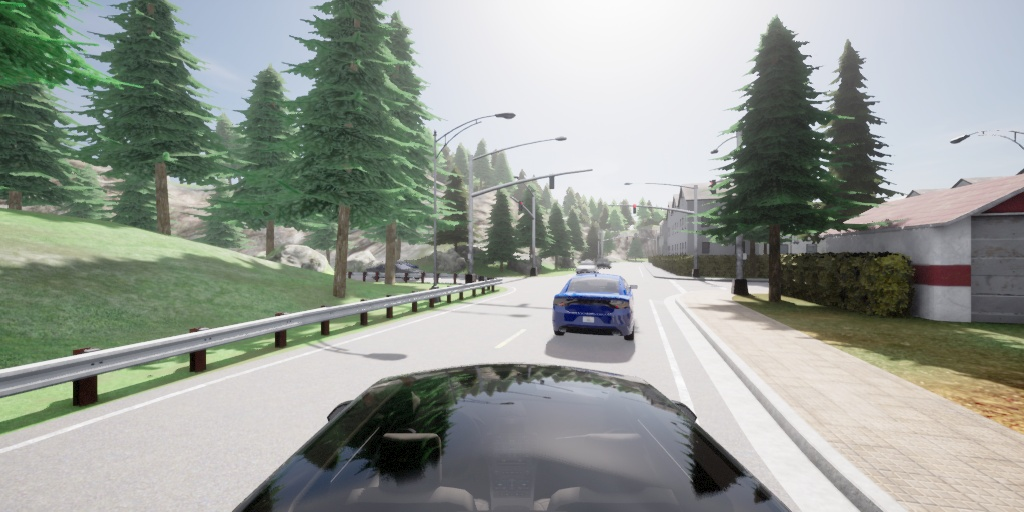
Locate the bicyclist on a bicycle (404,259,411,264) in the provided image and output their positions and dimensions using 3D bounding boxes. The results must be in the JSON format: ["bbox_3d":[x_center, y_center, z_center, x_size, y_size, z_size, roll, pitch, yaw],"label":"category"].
[{"bbox_3d":[-11.150,1.167,38.207,0.582,1.620,1.656,-2,5,18],"label":"bicyclist on a bicycle"}]

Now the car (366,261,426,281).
[{"bbox_3d":[-9.879,1.313,30.363,5.357,1.411,2.033,0,0,20],"label":"car"}]

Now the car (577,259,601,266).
[{"bbox_3d":[7.806,1.276,37.184,1.812,1.442,4.674,0,0,19],"label":"car"}]

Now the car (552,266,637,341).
[{"bbox_3d":[2.449,1.228,10.126,1.882,1.535,5.008,0,0,19],"label":"car"}]

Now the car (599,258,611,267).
[{"bbox_3d":[14.187,1.102,55.606,2.097,1.767,4.553,0,0,19],"label":"car"}]
